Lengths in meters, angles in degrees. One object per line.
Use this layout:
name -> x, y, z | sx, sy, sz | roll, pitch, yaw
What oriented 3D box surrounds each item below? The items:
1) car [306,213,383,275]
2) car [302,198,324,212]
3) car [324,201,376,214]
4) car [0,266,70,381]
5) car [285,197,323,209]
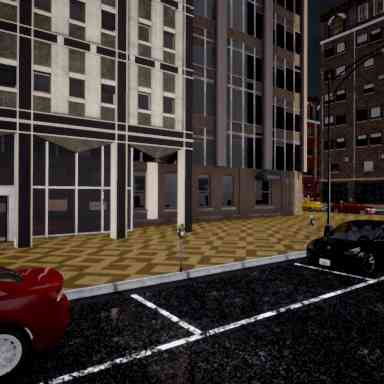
car -> 5.441, 1.567, 10.462 | 4.313, 1.339, 1.947 | 0, 0, -36
car -> 12.271, 1.467, 36.600 | 1.752, 1.417, 4.829 | 0, 0, -36
car -> 15.480, 1.535, 32.142 | 1.802, 1.307, 4.206 | 0, 0, -36
car -> -3.808, 1.545, 3.837 | 4.507, 1.381, 1.887 | 0, 0, -36
car -> 15.563, 1.500, 46.369 | 1.752, 1.417, 4.829 | 0, 0, -36
